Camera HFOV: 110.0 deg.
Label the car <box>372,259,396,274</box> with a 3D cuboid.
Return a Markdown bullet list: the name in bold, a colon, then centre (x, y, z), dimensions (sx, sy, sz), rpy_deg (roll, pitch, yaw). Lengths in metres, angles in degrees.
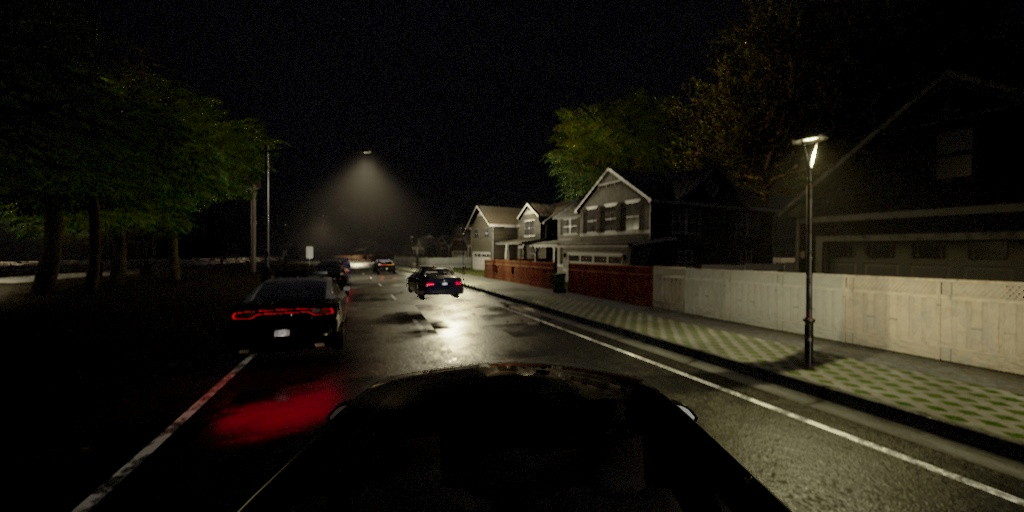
- **car**: centre (-13.134, 1.030, 36.595), dimensions (2.128, 1.511, 4.902), rpy_deg (0, 0, -27)

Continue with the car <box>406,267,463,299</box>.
- **car**: centre (-3.897, 1.223, 17.550), dimensions (2.033, 1.411, 5.357), rpy_deg (0, 0, -24)

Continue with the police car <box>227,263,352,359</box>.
- **police car**: centre (-5.063, 1.143, 8.698), dimensions (1.930, 1.638, 5.238), rpy_deg (0, 0, -23)

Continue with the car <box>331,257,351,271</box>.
- **car**: centre (-20.915, 0.962, 43.726), dimensions (1.882, 1.535, 5.008), rpy_deg (0, 0, -29)

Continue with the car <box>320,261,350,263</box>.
- **car**: centre (-9.065, 1.172, 17.762), dimensions (1.837, 1.490, 4.892), rpy_deg (0, 0, -25)

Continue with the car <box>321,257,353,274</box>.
- **car**: centre (-11.599, 0.982, 23.181), dimensions (2.097, 1.767, 4.553), rpy_deg (0, 0, -25)
